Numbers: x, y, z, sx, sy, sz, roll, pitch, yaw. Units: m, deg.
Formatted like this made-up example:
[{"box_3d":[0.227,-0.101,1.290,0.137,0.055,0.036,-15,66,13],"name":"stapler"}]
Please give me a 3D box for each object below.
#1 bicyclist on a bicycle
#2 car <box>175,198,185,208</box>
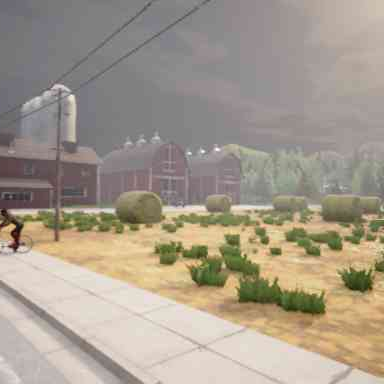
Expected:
[{"box_3d":[-6.454,1.421,11.716,1.656,1.620,0.582,1,-1,-44],"name":"bicyclist on a bicycle"},{"box_3d":[-2.487,2.319,70.860,1.905,1.878,3.866,6,1,3],"name":"car"}]
